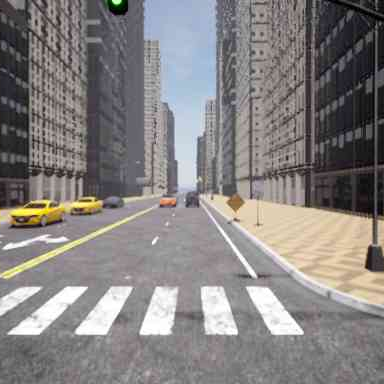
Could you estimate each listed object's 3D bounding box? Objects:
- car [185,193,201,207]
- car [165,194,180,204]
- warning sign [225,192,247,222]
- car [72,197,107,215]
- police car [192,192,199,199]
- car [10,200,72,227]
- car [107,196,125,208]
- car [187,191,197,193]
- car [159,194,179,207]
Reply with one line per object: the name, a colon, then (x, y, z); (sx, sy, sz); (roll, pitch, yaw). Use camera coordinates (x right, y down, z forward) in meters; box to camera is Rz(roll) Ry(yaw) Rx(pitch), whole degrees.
car: (0.092, 1.215, 44.463); (1.837, 1.490, 4.892); (0, 0, 0)
car: (-3.190, 1.154, 54.430); (2.128, 1.511, 4.902); (0, 0, 0)
warning sign: (2.849, 0.959, 21.812); (1.300, 1.860, 1.060); (0, 1, 0)
car: (-9.852, 1.259, 31.382); (1.882, 1.535, 5.008); (0, 0, 0)
police car: (0.958, 0.949, 91.930); (1.930, 1.638, 5.238); (0, 0, 0)
car: (-9.855, 1.320, 21.700); (1.882, 1.535, 5.008); (0, 0, 0)
car: (-9.814, 1.268, 42.030); (2.033, 1.411, 5.357); (0, 0, 1)
car: (0.062, 0.883, 54.668); (2.150, 2.045, 5.566); (0, 0, 0)
car: (-3.157, 1.063, 44.240); (2.097, 1.767, 4.553); (0, 0, 0)
